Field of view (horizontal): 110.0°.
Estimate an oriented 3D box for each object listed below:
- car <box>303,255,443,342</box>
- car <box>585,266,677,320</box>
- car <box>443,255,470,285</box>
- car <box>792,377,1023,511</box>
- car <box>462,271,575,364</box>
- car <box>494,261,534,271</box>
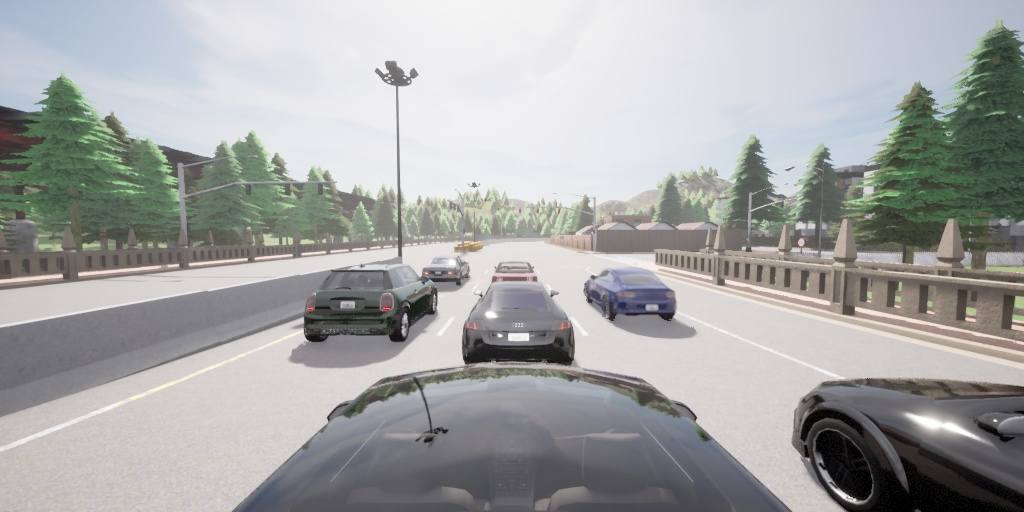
[{"bbox_3d":[-3.396,0.957,9.538,2.097,1.767,4.553,0,2,0],"label":"car"},{"bbox_3d":[3.605,1.052,11.502,1.812,1.442,4.674,0,3,0],"label":"car"},{"bbox_3d":[-3.390,0.670,18.960,2.033,1.411,5.357,0,3,0],"label":"car"},{"bbox_3d":[3.591,1.315,1.593,1.994,1.385,4.181,0,0,0],"label":"car"},{"bbox_3d":[0.105,1.222,7.782,1.994,1.385,4.181,0,2,0],"label":"car"},{"bbox_3d":[0.108,0.860,16.544,1.895,1.301,4.718,0,3,0],"label":"car"}]
